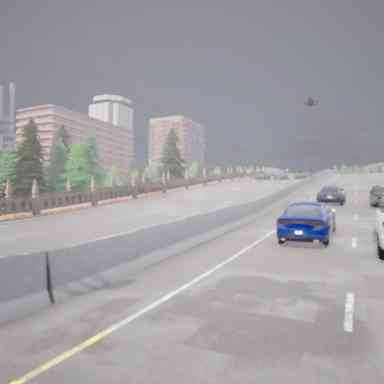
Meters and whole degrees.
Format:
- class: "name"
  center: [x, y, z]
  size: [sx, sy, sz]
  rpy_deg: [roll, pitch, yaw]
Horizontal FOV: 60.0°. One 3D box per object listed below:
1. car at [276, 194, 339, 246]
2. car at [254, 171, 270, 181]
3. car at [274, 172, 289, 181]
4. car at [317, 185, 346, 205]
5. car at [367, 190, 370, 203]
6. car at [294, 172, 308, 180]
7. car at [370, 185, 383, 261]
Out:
- class: "car"
  center: [4.906, 1.148, 14.036]
  size: [1.882, 1.535, 5.008]
  rpy_deg: [0, 3, 27]
- class: "car"
  center: [12.982, -3.004, 61.634]
  size: [2.097, 1.767, 4.553]
  rpy_deg: [0, 5, 27]
- class: "car"
  center: [16.091, -2.848, 60.033]
  size: [1.812, 1.442, 4.674]
  rpy_deg: [0, 5, 27]
- class: "car"
  center: [10.990, 0.153, 26.227]
  size: [1.994, 1.385, 4.181]
  rpy_deg: [0, 5, 27]
- class: "car"
  center: [13.611, 0.217, 23.671]
  size: [2.033, 1.411, 5.357]
  rpy_deg: [0, 5, 27]
- class: "car"
  center: [19.241, -2.838, 58.520]
  size: [1.994, 1.385, 4.181]
  rpy_deg: [0, 5, 27]
- class: "car"
  center: [7.251, 0.958, 10.936]
  size: [2.150, 2.045, 5.566]
  rpy_deg: [0, 3, 27]
